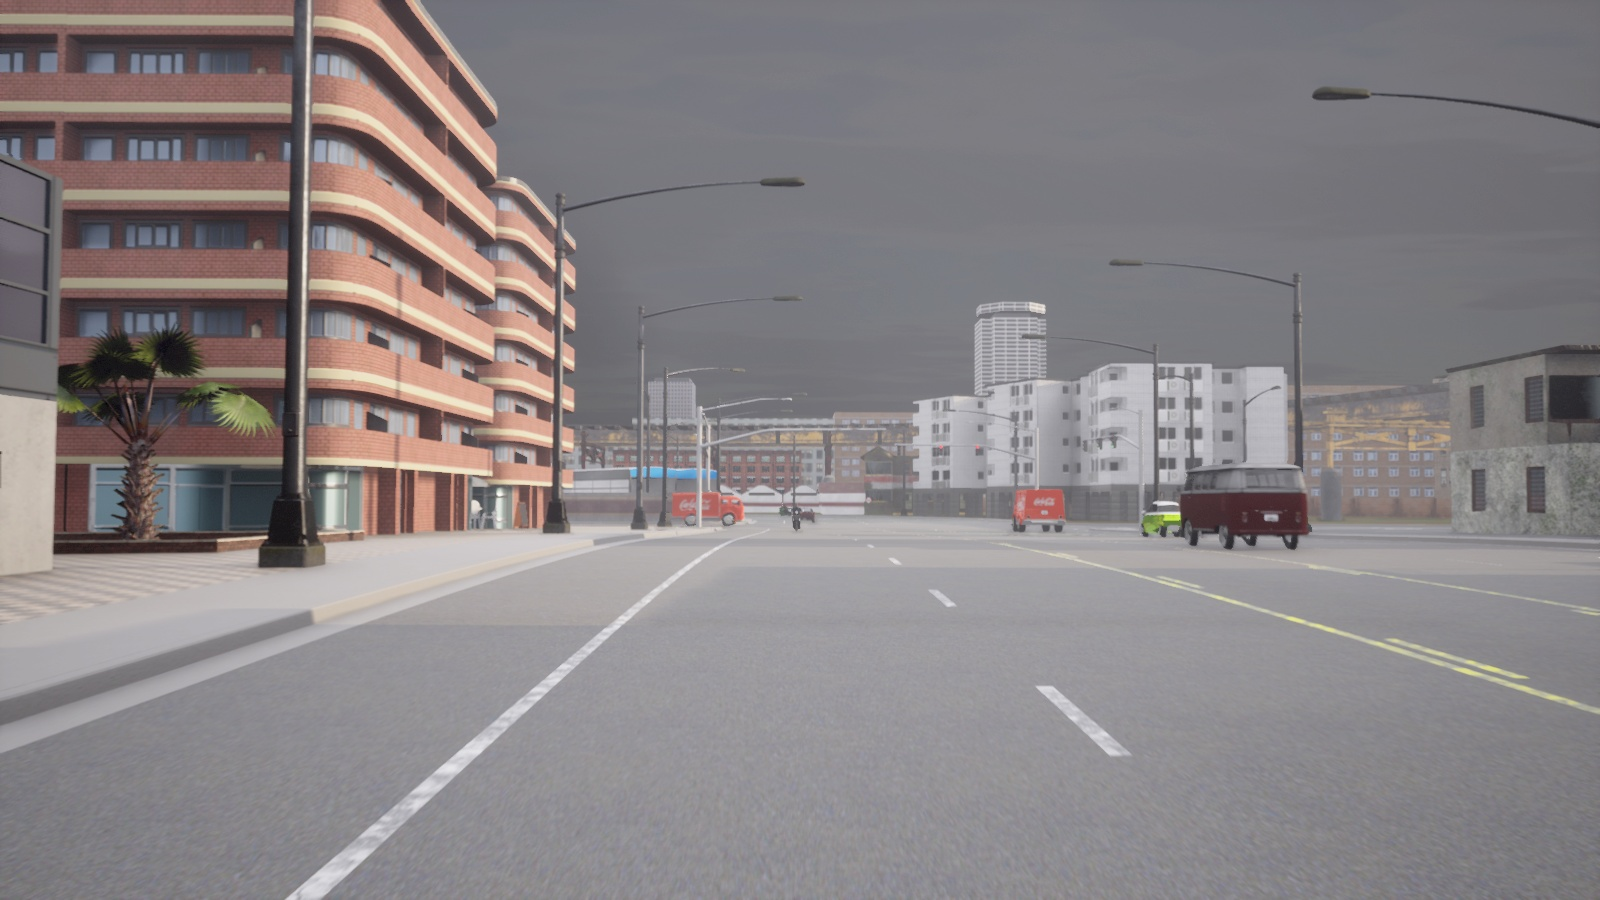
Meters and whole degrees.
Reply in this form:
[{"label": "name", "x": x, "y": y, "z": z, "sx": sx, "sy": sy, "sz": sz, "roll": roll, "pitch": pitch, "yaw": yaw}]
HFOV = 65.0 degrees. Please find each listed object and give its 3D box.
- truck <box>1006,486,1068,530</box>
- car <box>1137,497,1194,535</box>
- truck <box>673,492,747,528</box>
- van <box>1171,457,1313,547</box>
[{"label": "truck", "x": 13.837, "y": 3.439, "z": 73.640, "sx": 2.627, "sy": 2.467, "sz": 5.204, "roll": 0, "pitch": -3, "yaw": -1}, {"label": "car", "x": 13.885, "y": 2.510, "z": 47.816, "sx": 1.481, "sy": 1.376, "sz": 2.207, "roll": 0, "pitch": -3, "yaw": 0}, {"label": "truck", "x": -6.484, "y": 4.344, "z": 90.956, "sx": 5.204, "sy": 2.467, "sz": 2.627, "roll": -1, "pitch": -2, "yaw": -1}, {"label": "van", "x": 10.428, "y": 1.240, "z": 29.996, "sx": 1.775, "sy": 1.987, "sz": 4.442, "roll": 0, "pitch": -3, "yaw": 0}]
